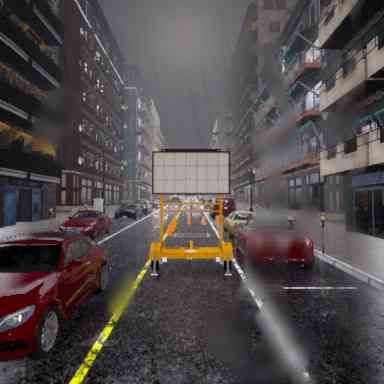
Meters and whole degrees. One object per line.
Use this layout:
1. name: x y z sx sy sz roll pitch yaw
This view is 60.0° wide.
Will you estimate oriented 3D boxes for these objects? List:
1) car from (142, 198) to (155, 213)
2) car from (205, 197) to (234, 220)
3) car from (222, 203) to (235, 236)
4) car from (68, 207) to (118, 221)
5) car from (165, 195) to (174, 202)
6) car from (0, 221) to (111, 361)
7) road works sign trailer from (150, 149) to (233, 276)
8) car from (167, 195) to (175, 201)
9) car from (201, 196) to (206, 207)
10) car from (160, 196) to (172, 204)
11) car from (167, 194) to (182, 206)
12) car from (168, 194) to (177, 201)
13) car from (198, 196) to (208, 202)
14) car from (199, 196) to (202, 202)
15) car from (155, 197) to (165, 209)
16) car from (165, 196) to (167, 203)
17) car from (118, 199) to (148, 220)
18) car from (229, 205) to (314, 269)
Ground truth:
1. car: -5.284 1.464 33.972 1.967 1.590 4.097 2 0 0
2. car: 2.598 1.334 28.302 2.192 1.841 5.009 2 0 0
3. car: 2.591 1.537 17.143 1.752 1.417 4.829 2 0 0
4. car: -5.290 1.593 16.978 1.802 1.307 4.206 2 0 0
5. car: -5.286 1.588 79.117 1.752 1.417 4.829 2 0 0
6. car: -2.852 1.530 6.122 1.812 1.442 4.674 0 0 0
7. road works sign trailer: -0.022 0.471 10.383 2.380 3.560 2.880 0 0 0
8. car: -5.285 1.595 84.782 1.752 1.417 4.829 2 0 0
9. car: 2.593 1.558 45.466 1.752 1.417 4.829 2 0 0
10. car: -5.286 1.596 67.960 1.887 1.381 4.507 2 0 0
11. car: -2.748 1.567 56.357 1.812 1.442 4.674 0 0 0
12. car: -5.277 1.392 90.617 2.192 1.841 5.009 2 0 0
13. car: 2.593 1.614 79.281 2.008 1.369 4.403 2 0 0
14. car: 2.592 1.608 56.625 1.947 1.339 4.313 2 0 0
15. car: -5.288 1.584 45.301 2.008 1.369 4.403 2 0 0
16. car: -5.287 1.586 56.631 1.887 1.381 4.507 2 0 0
17. car: -5.289 1.585 28.308 1.947 1.339 4.313 2 0 0
18. car: 2.594 1.448 11.309 1.967 1.590 4.097 2 0 0
